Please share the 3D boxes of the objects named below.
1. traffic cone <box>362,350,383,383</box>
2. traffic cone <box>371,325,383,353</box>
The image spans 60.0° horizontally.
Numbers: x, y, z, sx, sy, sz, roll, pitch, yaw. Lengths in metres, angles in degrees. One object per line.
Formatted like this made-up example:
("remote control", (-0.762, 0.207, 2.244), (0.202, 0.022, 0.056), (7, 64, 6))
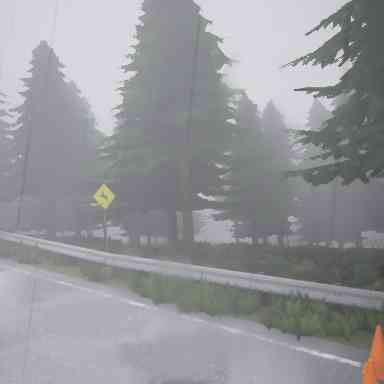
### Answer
("traffic cone", (1.773, 1.956, 3.298), (0.340, 0.580, 0.340), (0, 0, 34))
("traffic cone", (2.322, 1.956, 4.131), (0.340, 0.580, 0.340), (0, 0, 34))
